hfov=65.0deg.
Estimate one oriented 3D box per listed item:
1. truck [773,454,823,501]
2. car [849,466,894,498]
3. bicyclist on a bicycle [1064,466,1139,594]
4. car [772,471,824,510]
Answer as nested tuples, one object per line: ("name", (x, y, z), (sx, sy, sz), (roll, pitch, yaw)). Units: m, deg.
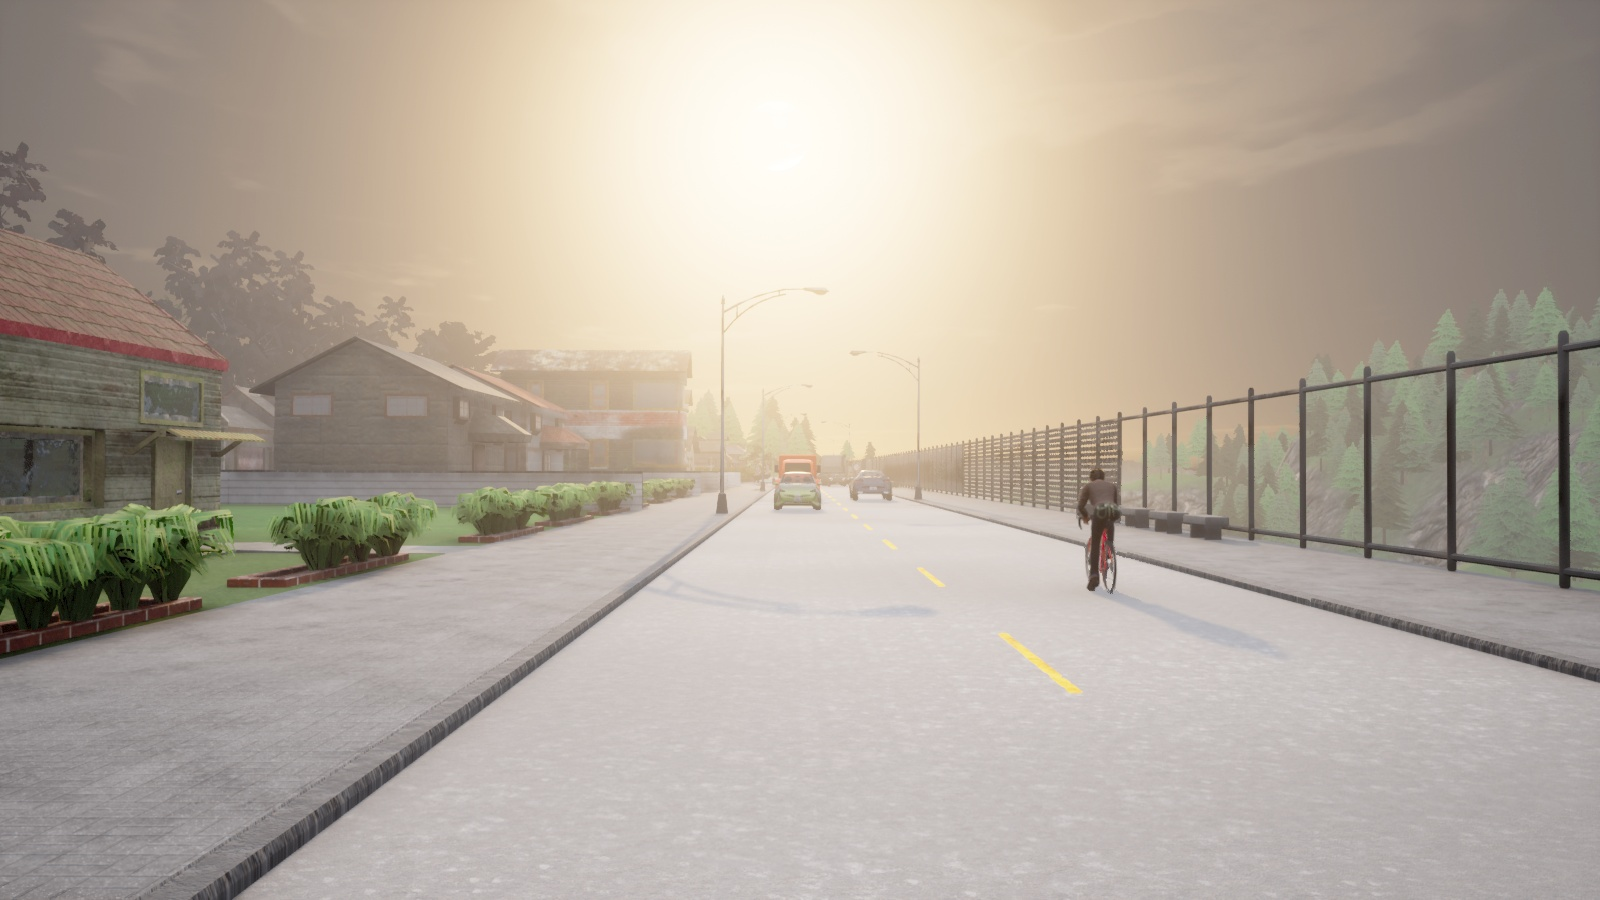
("truck", (-0.121, 1.489, 69.279), (2.627, 2.467, 5.204), (0, -1, 0))
("car", (3.881, 1.734, 69.050), (2.152, 1.651, 5.027), (0, -1, 0))
("bicyclist on a bicycle", (3.978, 1.031, 16.692), (0.582, 1.620, 1.656), (0, -1, 0))
("car", (-0.085, 1.620, 51.254), (2.007, 1.525, 4.514), (0, -1, 0))
